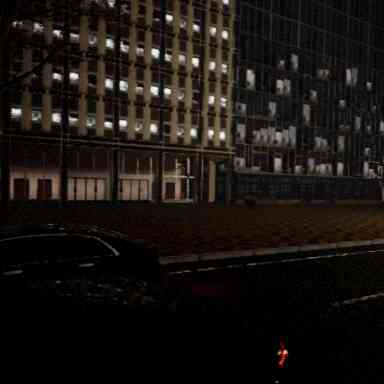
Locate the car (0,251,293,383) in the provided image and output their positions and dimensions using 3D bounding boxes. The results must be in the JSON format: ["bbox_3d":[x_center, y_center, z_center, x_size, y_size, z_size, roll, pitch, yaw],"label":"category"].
[{"bbox_3d":[-1.198,1.462,2.604,4.181,1.385,1.994,1,1,-28],"label":"car"}]

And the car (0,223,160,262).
[{"bbox_3d":[-2.837,1.298,5.410,4.892,1.490,1.837,1,1,-28],"label":"car"}]
